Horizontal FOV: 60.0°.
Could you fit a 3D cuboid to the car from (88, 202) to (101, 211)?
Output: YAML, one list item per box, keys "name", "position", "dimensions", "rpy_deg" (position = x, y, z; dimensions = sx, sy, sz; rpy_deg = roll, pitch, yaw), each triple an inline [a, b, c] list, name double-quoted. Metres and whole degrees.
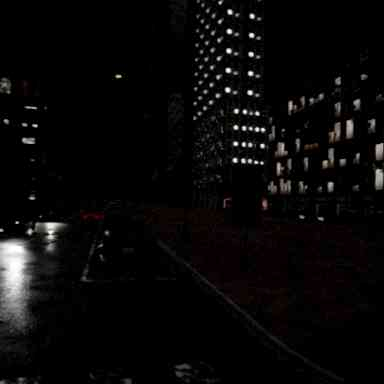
- name: "car"
  position: [-15.519, 2.290, 53.131]
  dimensions: [1.895, 1.301, 4.718]
  rpy_deg: [2, -1, -14]

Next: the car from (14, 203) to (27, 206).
- name: "car"
  position: [-15.883, 1.703, 31.032]
  dimensions: [1.947, 1.339, 4.313]
  rpy_deg: [3, -2, -14]

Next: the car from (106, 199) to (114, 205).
- name: "car"
  position: [-22.774, 2.831, 92.472]
  dimensions: [1.967, 1.590, 4.097]
  rpy_deg: [3, -2, -14]

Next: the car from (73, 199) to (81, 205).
- name: "car"
  position: [-28.168, 2.422, 79.624]
  dimensions: [1.887, 1.381, 4.507]
  rpy_deg: [3, -2, -14]

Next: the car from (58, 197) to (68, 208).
- name: "car"
  position: [-21.300, 1.987, 52.464]
  dimensions: [1.752, 1.417, 4.829]
  rpy_deg: [3, -2, -14]

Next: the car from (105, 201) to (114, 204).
- name: "car"
  position: [-9.129, 2.116, 38.477]
  dimensions: [2.008, 1.369, 4.403]
  rpy_deg: [3, -2, -14]

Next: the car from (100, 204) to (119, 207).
- name: "car"
  position: [-6.398, 1.954, 27.679]
  dimensions: [2.008, 1.369, 4.403]
  rpy_deg: [3, -2, -14]

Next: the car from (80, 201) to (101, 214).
- name: "car"
  position: [-13.020, 2.017, 43.253]
  dimensions: [1.882, 1.535, 5.008]
  rpy_deg: [2, -1, -14]

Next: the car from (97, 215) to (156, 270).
- name: "car"
  position: [-2.305, 1.727, 11.482]
  dimensions: [1.947, 1.339, 4.313]
  rpy_deg: [3, -2, -14]

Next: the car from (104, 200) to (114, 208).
- name: "car"
  position: [-18.059, 2.547, 72.423]
  dimensions: [1.882, 1.535, 5.008]
  rpy_deg: [2, -1, -14]

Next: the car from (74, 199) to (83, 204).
- name: "car"
  position: [-30.899, 2.609, 90.422]
  dimensions: [1.947, 1.339, 4.313]
  rpy_deg: [3, -2, -14]

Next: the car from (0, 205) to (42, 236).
- name: "car"
  position: [-10.163, 1.654, 18.909]
  dimensions: [1.895, 1.301, 4.718]
  rpy_deg: [2, -1, -14]

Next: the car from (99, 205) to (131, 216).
- name: "car"
  position: [-5.033, 1.867, 22.279]
  dimensions: [1.887, 1.381, 4.507]
  rpy_deg: [3, -2, -14]

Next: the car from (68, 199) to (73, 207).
- name: "car"
  position: [-22.696, 1.862, 58.035]
  dimensions: [2.192, 1.841, 5.009]
  rpy_deg: [3, -2, -14]

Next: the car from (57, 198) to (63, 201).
- name: "car"
  position: [-19.979, 1.948, 47.229]
  dimensions: [1.947, 1.339, 4.313]
  rpy_deg: [3, -2, -14]

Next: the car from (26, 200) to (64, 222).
- name: "car"
  position: [-12.657, 1.728, 28.846]
  dimensions: [1.812, 1.442, 4.674]
  rpy_deg: [2, -1, -14]

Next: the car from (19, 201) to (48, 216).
- name: "car"
  position: [-17.248, 1.769, 36.431]
  dimensions: [2.008, 1.369, 4.403]
  rpy_deg: [3, -2, -14]
